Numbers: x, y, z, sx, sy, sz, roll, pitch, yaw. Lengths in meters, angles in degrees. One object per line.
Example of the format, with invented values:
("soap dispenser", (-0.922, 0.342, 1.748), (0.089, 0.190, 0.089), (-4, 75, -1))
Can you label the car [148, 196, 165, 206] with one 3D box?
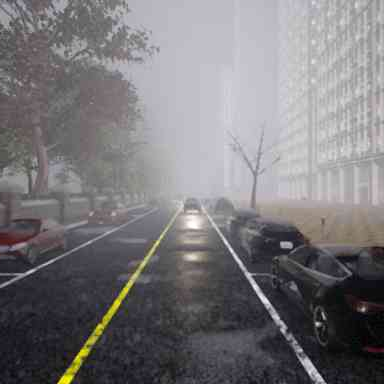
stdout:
("car", (-5.702, 1.454, 51.021), (1.887, 1.381, 4.507), (0, 0, 0))

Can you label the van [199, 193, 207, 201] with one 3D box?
("van", (2.673, 1.224, 79.185), (1.690, 1.788, 3.998), (0, 0, 0))

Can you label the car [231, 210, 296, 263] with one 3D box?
("car", (2.688, 1.540, 11.596), (1.947, 1.339, 4.313), (0, 0, 0))

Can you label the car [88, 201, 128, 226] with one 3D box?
("car", (-5.694, 1.392, 22.859), (1.967, 1.590, 4.097), (0, 0, 0))

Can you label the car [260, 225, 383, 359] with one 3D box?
("car", (2.689, 1.552, 5.964), (1.947, 1.339, 4.313), (0, 0, 0))

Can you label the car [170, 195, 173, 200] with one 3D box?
("car", (-5.706, 1.431, 73.550), (1.887, 1.381, 4.507), (0, 0, 0))

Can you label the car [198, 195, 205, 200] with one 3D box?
("car", (2.670, 1.461, 90.448), (1.802, 1.307, 4.206), (0, 0, 0))

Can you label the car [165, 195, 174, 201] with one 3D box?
("car", (-5.709, 1.406, 84.645), (1.752, 1.417, 4.829), (0, 0, 0))

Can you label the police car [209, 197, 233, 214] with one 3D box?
("police car", (3.126, 1.357, 34.385), (1.930, 1.638, 5.238), (0, 0, 0))

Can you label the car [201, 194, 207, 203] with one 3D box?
("car", (2.678, 1.453, 56.655), (2.008, 1.369, 4.403), (0, 0, 0))

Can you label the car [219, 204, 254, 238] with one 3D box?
("car", (2.687, 1.529, 17.229), (1.947, 1.339, 4.313), (0, 0, 0))

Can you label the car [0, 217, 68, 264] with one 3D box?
("car", (-5.693, 1.556, 11.594), (1.802, 1.307, 4.206), (0, 0, 0))

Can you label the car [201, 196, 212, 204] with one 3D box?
("car", (2.676, 1.478, 62.287), (1.802, 1.307, 4.206), (0, 0, 0))

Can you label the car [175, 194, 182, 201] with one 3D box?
("car", (-3.018, 1.278, 76.833), (1.882, 1.535, 5.008), (0, 0, 0))

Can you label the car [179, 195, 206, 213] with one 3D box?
("car", (0.036, 1.422, 35.484), (2.128, 1.511, 4.902), (0, 0, 0))

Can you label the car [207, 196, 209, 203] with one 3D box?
("car", (3.139, 1.448, 41.276), (1.812, 1.442, 4.674), (0, 0, 0))

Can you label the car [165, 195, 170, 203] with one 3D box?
("car", (-5.704, 1.441, 62.285), (1.887, 1.381, 4.507), (0, 0, 0))
